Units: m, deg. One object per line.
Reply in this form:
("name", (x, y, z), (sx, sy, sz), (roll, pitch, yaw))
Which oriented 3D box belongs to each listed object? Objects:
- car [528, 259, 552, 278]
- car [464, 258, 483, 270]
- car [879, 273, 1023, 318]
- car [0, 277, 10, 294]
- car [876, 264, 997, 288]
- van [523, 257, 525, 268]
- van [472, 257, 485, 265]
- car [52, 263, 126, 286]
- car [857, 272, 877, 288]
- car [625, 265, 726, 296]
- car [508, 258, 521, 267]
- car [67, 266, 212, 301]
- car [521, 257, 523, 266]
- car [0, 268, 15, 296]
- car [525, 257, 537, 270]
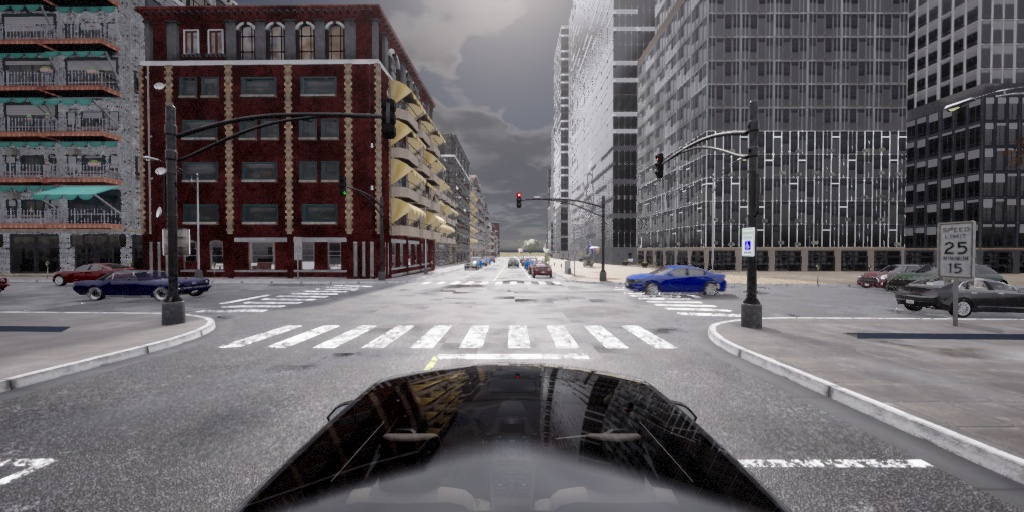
("car", (2.732, 1.270, 33.431), (1.888, 1.381, 4.507), (0, 0, 0))
("car", (-5.575, 1.267, 50.355), (1.948, 1.339, 4.313), (0, 0, 0))
("car", (16.742, 1.445, 13.091), (4.403, 1.370, 2.007), (0, 0, 1))
("car", (-22.595, 1.258, 13.725), (4.507, 1.381, 1.888), (0, 0, 1))
("car", (22.730, 1.181, 18.899), (4.553, 1.767, 2.097), (0, 1, 1))
("van", (2.773, 1.042, 50.369), (1.690, 1.789, 3.998), (0, 0, 0))
("van", (-5.562, 1.033, 56.001), (1.690, 1.789, 3.998), (0, 0, 0))
("car", (-25.808, 1.108, 22.389), (4.507, 1.381, 1.888), (0, 0, 1))
("car", (23.421, 1.229, 21.622), (4.097, 1.591, 1.967), (0, 0, 1))
("car", (8.502, 1.241, 18.804), (5.008, 1.535, 1.882), (1, 1, -3))
("car", (0.244, 1.283, 62.005), (1.895, 1.301, 4.718), (0, 0, 0))
("car", (-16.640, 1.298, 16.335), (4.718, 1.301, 1.895), (0, 1, 1))
("car", (2.786, 1.237, 56.015), (1.888, 1.381, 4.507), (0, 0, 0))
("car", (-26.520, 1.254, 16.496), (4.718, 1.301, 1.895), (0, 1, 1))
("car", (2.746, 1.157, 39.077), (1.967, 1.591, 4.097), (0, 0, 0))
